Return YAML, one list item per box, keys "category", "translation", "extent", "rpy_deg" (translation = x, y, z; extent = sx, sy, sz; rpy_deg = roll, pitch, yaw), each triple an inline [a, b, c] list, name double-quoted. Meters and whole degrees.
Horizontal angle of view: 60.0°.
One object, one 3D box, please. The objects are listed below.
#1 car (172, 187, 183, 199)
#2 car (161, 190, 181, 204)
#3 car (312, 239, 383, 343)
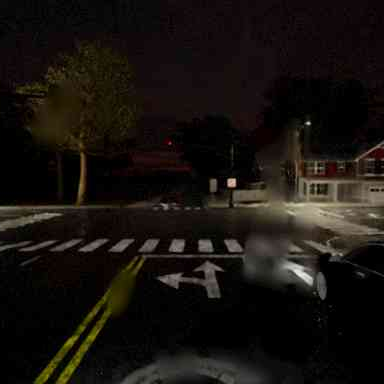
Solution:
- category: "car"
  translation: [-2.763, 0.120, 61.174]
  extent: [2.150, 2.045, 5.566]
  rpy_deg: [0, 1, 1]
- category: "car"
  translation: [-2.909, 0.789, 43.466]
  extent: [1.994, 1.385, 4.181]
  rpy_deg: [0, 1, 0]
- category: "car"
  translation: [3.355, 1.419, 4.855]
  extent: [1.837, 1.490, 4.892]
  rpy_deg: [0, 1, 0]
